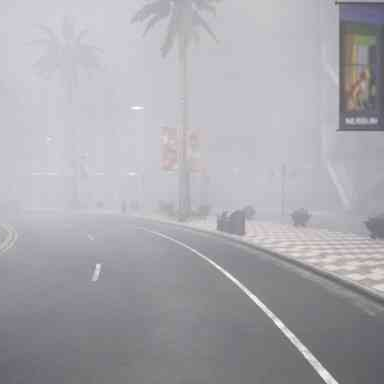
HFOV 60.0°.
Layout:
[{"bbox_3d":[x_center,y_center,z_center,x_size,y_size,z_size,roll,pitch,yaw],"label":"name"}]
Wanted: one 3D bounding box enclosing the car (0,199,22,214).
[{"bbox_3d":[-20.329,1.491,35.751,4.902,1.511,2.128,0,0,33],"label":"car"}]
